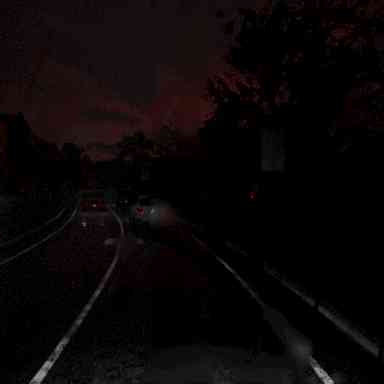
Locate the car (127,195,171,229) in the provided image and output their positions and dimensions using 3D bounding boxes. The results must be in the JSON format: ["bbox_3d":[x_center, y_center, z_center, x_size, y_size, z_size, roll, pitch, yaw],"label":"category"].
[{"bbox_3d":[-2.755,1.180,21.364,2.150,2.045,5.566,1,1,-13],"label":"car"}]

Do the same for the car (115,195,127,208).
[{"bbox_3d":[-8.272,1.115,40.474,2.033,1.411,5.357,1,1,-18],"label":"car"}]

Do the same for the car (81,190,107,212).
[{"bbox_3d":[-9.820,0.831,33.419,2.150,2.045,5.566,1,2,-17],"label":"car"}]
